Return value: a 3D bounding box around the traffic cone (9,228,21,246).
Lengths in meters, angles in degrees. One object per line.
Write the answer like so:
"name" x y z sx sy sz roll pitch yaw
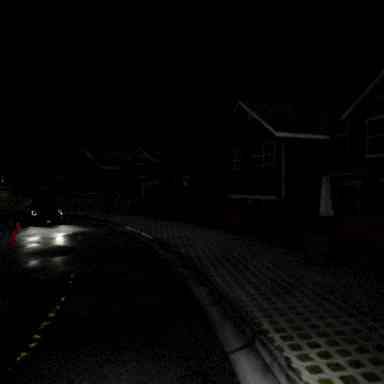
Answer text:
"traffic cone" -7.419 1.930 13.838 0.340 0.580 0.340 0 0 -22

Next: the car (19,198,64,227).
"car" -10.286 1.286 22.668 2.097 1.767 4.553 -1 1 -36

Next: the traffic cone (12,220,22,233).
"traffic cone" -9.469 1.913 18.080 0.340 0.580 0.340 0 0 -29

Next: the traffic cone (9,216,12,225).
"traffic cone" -11.994 1.900 22.058 0.340 0.580 0.340 0 0 -36
